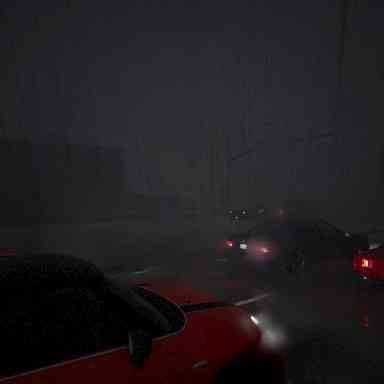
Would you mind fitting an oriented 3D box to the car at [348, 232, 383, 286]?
[{"bbox_3d":[6.052,1.601,8.097,4.718,1.301,1.895,0,0,-35],"label":"car"}]

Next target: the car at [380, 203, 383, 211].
[{"bbox_3d":[24.395,1.506,39.774,4.892,1.490,1.837,1,0,-35],"label":"car"}]

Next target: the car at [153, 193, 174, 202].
[{"bbox_3d":[-6.493,1.225,76.104,2.150,2.045,5.566,0,0,-36],"label":"car"}]

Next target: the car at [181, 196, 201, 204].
[{"bbox_3d":[-0.218,1.564,67.418,1.994,1.385,4.181,0,0,-37],"label":"car"}]

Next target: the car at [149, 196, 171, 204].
[{"bbox_3d":[-6.182,1.505,63.688,1.837,1.490,4.892,0,0,-36],"label":"car"}]

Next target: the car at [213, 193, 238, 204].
[{"bbox_3d":[5.658,1.222,59.262,2.150,2.045,5.566,0,0,-36],"label":"car"}]

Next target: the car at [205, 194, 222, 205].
[{"bbox_3d":[2.402,1.547,57.774,2.033,1.411,5.357,0,0,-36],"label":"car"}]

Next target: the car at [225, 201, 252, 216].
[{"bbox_3d":[5.120,1.601,26.050,4.718,1.301,1.895,0,0,-35],"label":"car"}]

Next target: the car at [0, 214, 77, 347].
[{"bbox_3d":[-4.339,1.352,4.953,4.553,1.767,2.097,0,0,-35],"label":"car"}]

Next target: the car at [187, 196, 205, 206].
[{"bbox_3d":[-0.599,1.547,55.947,2.033,1.411,5.357,0,0,-36],"label":"car"}]

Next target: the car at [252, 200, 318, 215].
[{"bbox_3d":[6.697,1.352,22.875,4.553,1.767,2.097,0,0,-35],"label":"car"}]

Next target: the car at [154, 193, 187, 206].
[{"bbox_3d":[-3.632,1.221,54.163,2.150,2.045,5.566,0,0,-35],"label":"car"}]

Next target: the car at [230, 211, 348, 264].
[{"bbox_3d":[3.481,1.547,10.569,5.357,1.411,2.033,0,0,-35],"label":"car"}]

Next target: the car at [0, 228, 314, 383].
[{"bbox_3d":[-1.281,1.352,2.833,4.553,1.767,2.097,0,0,-35],"label":"car"}]
